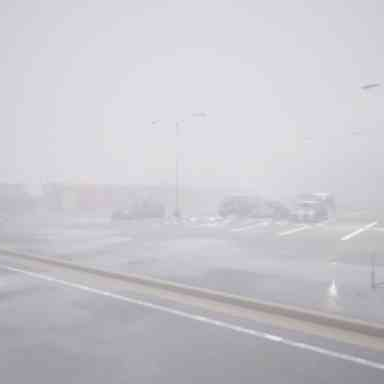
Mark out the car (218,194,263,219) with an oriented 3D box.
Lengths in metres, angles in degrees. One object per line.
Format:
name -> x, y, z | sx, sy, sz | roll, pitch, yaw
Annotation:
car -> 4.022, 1.218, 27.759 | 1.932, 1.855, 4.605 | 0, 0, 36

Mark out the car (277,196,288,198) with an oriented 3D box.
car -> 16.280, 1.467, 59.123 | 1.970, 1.475, 3.806 | 0, 0, 36

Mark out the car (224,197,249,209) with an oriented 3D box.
car -> 6.051, 1.435, 44.964 | 1.784, 1.438, 3.905 | 0, 0, 36

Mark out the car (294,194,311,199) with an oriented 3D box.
car -> 18.619, 1.225, 57.416 | 1.905, 1.878, 3.866 | 0, 0, 36

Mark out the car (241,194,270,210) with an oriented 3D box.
car -> 8.360, 1.222, 43.213 | 1.932, 1.855, 4.605 | 0, 0, 36

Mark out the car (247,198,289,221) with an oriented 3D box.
car -> 6.225, 1.427, 26.226 | 1.784, 1.438, 3.905 | 0, 0, 36

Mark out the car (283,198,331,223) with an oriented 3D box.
car -> 8.570, 1.456, 24.527 | 1.970, 1.475, 3.806 | 0, 0, 36
